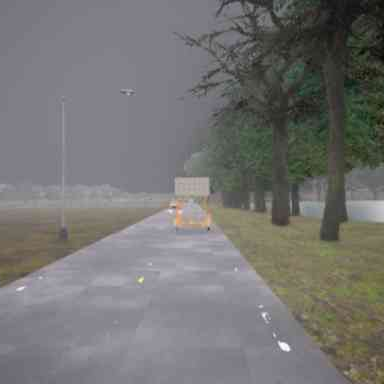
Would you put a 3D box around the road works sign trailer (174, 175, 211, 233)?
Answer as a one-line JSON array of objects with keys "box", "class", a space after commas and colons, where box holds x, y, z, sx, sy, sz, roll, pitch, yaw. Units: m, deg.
[{"box": [0.005, 0.715, 21.699, 2.380, 3.560, 2.880, 0, -1, 0], "class": "road works sign trailer"}]

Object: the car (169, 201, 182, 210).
[{"box": [-2.800, 2.272, 56.766, 1.882, 1.535, 5.008, 0, -1, 0], "class": "car"}]
